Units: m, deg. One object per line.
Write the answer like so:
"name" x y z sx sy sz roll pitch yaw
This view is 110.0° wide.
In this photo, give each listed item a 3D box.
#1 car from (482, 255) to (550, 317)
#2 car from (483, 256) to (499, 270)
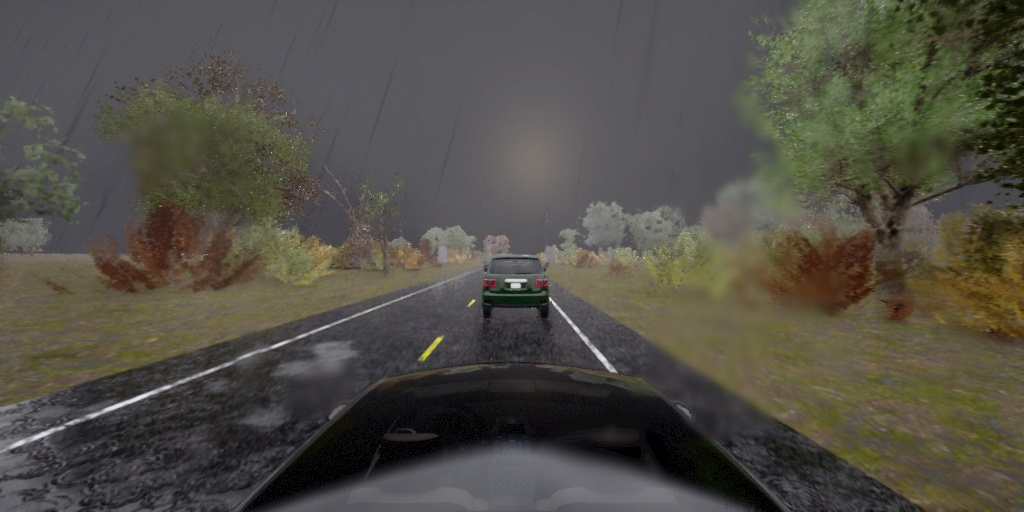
"car" 0.120 0.975 13.299 2.150 2.045 5.566 0 0 0
"car" -3.233 0.983 56.039 2.150 2.045 5.566 0 0 1
